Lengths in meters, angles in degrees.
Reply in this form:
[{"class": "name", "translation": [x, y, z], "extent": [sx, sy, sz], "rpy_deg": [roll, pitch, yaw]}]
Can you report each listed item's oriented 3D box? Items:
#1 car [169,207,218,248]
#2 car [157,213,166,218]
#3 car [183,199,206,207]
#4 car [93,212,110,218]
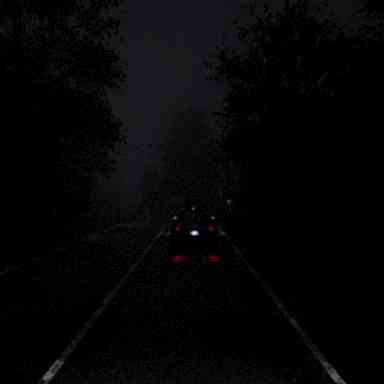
[{"class": "car", "translation": [0.095, 1.576, 14.923], "extent": [1.994, 1.385, 4.181], "rpy_deg": [0, 0, 0]}, {"class": "car", "translation": [-6.201, 5.927, 83.614], "extent": [5.008, 1.535, 1.882], "rpy_deg": [2, -5, -13]}, {"class": "car", "translation": [0.216, 1.810, 33.857], "extent": [2.150, 2.045, 5.566], "rpy_deg": [0, -3, 2]}, {"class": "car", "translation": [-19.248, 5.036, 70.962], "extent": [1.837, 1.490, 4.892], "rpy_deg": [-1, -5, 12]}]
